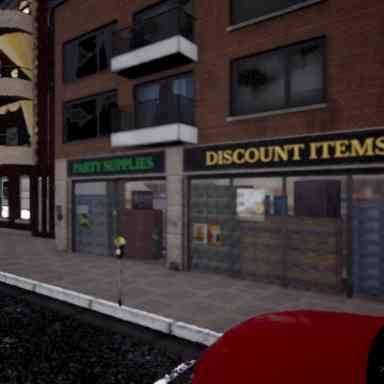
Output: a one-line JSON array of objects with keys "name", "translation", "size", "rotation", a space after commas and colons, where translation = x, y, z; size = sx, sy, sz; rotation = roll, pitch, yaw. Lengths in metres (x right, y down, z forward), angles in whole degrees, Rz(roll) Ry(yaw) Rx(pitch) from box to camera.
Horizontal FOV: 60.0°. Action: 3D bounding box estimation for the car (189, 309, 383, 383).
[{"name": "car", "translation": [2.192, 1.312, 1.317], "size": [5.009, 1.841, 2.192], "rotation": [0, 0, 35]}]
